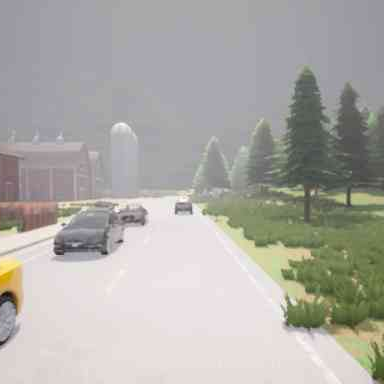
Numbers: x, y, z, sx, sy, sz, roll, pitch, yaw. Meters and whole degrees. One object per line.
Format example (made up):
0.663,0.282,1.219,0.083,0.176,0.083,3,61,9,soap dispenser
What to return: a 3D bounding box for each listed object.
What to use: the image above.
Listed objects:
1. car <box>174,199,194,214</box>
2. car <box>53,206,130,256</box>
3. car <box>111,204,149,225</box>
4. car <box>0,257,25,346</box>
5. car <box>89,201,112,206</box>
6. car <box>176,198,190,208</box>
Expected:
-0.855,1.486,34.829,2.128,1.511,4.902,0,0,-1,car
-3.931,1.529,13.396,1.837,1.490,4.892,0,0,-2,car
-4.200,1.585,23.744,1.994,1.385,4.181,0,0,-1,car
-3.665,1.502,3.488,1.882,1.535,5.008,0,0,-2,car
-7.157,1.494,26.432,1.816,1.474,4.193,5,-1,-4,car
-1.228,1.595,47.880,1.895,1.301,4.718,0,0,-1,car
